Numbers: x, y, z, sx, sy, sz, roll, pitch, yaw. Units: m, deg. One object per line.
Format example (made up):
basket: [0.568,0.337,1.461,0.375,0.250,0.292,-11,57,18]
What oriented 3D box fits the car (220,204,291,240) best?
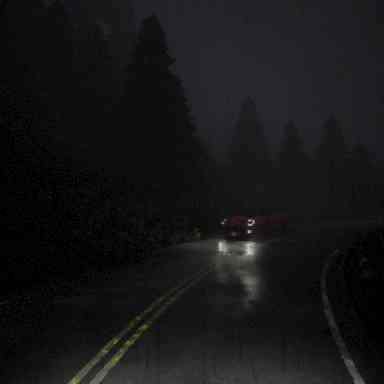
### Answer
car: [3.494,1.494,18.019,2.097,1.767,4.553,-3,-2,41]
